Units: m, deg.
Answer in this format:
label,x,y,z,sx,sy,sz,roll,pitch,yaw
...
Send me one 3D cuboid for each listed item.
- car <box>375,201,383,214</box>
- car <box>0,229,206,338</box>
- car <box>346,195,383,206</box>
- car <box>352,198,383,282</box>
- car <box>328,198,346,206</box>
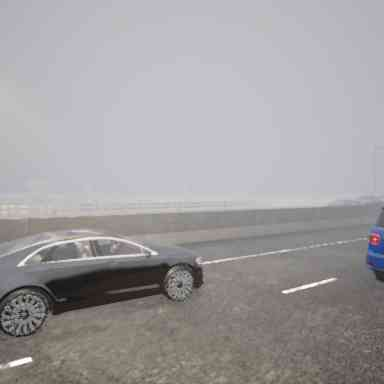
label,x,y,z,sx,sy,sz,roll,pitch,yaw
car,22.689,1.703,37.330,4.718,1.301,1.895,0,0,-35
car,-1.956,1.499,6.650,4.902,1.511,2.128,0,0,-35
car,21.872,1.330,41.035,5.566,2.045,2.150,1,0,-35
car,6.685,1.252,8.508,5.566,2.045,2.150,0,0,-35
car,19.961,1.613,43.968,4.892,1.490,1.837,1,0,-35
